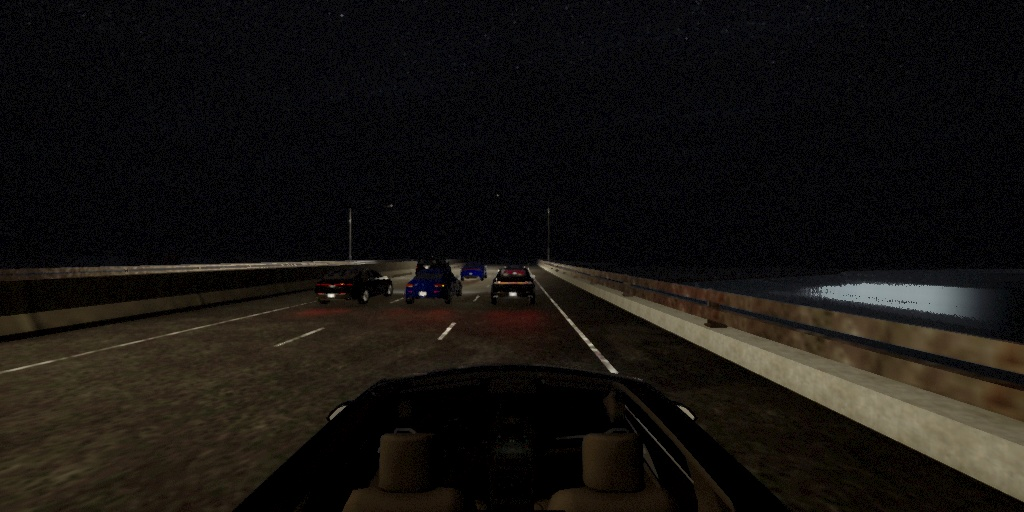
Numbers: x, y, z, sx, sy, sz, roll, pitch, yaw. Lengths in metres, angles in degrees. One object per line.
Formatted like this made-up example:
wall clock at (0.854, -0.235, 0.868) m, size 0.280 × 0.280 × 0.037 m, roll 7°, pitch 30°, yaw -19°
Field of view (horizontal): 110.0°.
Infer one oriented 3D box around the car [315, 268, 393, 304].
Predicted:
car at (-6.937, 1.278, 16.228) m, size 1.837 × 1.490 × 4.892 m, roll 0°, pitch 0°, yaw 0°

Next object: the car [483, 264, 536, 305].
car at (0.062, 1.256, 16.169) m, size 2.128 × 1.511 × 4.902 m, roll 0°, pitch 0°, yaw 0°

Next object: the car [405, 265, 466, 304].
car at (-3.438, 1.294, 16.198) m, size 1.812 × 1.442 × 4.674 m, roll 0°, pitch 0°, yaw 0°

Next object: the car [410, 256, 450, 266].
car at (-6.745, 1.044, 31.214) m, size 2.150 × 2.045 × 5.566 m, roll 0°, pitch 0°, yaw 1°

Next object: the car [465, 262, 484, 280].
car at (-3.246, 1.271, 31.123) m, size 1.882 × 1.535 × 5.008 m, roll 0°, pitch 0°, yaw 1°

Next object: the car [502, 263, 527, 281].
car at (0.254, 1.357, 31.063) m, size 1.994 × 1.385 × 4.181 m, roll 0°, pitch 0°, yaw 1°
